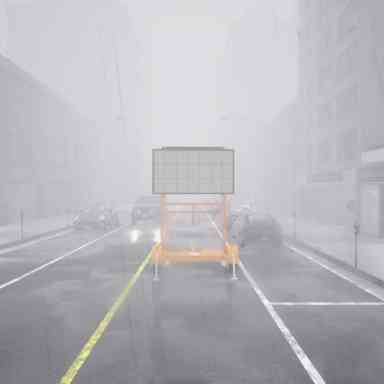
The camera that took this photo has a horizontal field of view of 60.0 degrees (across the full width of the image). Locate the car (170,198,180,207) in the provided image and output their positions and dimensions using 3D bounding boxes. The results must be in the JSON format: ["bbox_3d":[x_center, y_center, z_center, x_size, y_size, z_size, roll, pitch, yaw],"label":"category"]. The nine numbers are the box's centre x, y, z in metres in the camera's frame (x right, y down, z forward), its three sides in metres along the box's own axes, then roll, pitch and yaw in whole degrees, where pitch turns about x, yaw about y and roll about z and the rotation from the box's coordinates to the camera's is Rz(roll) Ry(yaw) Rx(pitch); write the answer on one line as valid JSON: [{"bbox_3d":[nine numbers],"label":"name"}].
[{"bbox_3d":[-2.938,1.581,52.800,1.994,1.385,4.181,0,0,0],"label":"car"}]

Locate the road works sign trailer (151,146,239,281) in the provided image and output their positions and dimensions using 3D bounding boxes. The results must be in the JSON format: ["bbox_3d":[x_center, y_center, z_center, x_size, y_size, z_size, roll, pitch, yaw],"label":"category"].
[{"bbox_3d":[0.035,0.463,9.897,2.380,3.560,2.880,0,0,-2],"label":"road works sign trailer"}]

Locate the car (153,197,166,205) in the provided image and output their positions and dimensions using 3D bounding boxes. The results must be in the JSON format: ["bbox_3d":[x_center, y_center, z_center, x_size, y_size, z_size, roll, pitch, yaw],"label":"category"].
[{"bbox_3d":[-5.704,1.589,58.842,1.947,1.339,4.313,-1,0,0],"label":"car"}]

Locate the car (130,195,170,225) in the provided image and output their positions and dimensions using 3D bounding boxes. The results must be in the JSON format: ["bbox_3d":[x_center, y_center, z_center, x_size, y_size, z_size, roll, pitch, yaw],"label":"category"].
[{"bbox_3d":[-3.072,1.223,24.568,2.150,2.045,5.566,0,0,0],"label":"car"}]

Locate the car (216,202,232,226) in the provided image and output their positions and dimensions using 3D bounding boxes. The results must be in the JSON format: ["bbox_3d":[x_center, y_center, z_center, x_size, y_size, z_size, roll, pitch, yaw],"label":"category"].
[{"bbox_3d":[2.775,1.545,20.296,1.887,1.381,4.507,-1,0,0],"label":"car"}]

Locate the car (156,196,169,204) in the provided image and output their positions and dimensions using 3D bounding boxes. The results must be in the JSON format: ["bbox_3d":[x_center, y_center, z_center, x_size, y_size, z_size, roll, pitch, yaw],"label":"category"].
[{"bbox_3d":[-5.697,1.578,64.347,2.008,1.369,4.403,-1,0,0],"label":"car"}]

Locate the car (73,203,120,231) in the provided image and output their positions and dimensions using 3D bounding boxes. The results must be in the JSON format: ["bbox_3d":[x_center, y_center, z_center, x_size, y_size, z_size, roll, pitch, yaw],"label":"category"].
[{"bbox_3d":[-5.751,1.440,20.306,1.967,1.590,4.097,-1,0,0],"label":"car"}]

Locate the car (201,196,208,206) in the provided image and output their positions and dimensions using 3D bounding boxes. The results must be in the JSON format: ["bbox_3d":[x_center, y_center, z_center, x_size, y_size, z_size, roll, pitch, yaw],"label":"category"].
[{"bbox_3d":[2.815,1.584,53.327,1.947,1.339,4.313,-1,0,0],"label":"car"}]

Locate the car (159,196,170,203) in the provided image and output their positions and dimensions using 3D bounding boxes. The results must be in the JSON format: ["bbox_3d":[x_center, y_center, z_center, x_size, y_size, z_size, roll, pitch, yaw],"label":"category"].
[{"bbox_3d":[-5.691,1.577,69.853,1.887,1.381,4.507,-1,0,0],"label":"car"}]

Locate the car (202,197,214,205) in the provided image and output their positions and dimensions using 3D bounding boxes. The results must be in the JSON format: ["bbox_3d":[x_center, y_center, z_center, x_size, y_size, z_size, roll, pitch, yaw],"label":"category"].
[{"bbox_3d":[2.821,1.567,58.831,1.887,1.381,4.507,-1,0,0],"label":"car"}]

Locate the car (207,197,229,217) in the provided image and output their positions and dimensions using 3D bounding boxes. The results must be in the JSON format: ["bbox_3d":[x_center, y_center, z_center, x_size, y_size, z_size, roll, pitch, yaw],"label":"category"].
[{"bbox_3d":[2.787,1.445,31.306,1.967,1.590,4.097,-1,0,0],"label":"car"}]

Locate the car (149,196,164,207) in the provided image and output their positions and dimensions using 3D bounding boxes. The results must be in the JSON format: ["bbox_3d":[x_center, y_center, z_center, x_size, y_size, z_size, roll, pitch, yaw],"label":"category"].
[{"bbox_3d":[-5.712,1.458,53.337,1.967,1.590,4.097,-1,0,0],"label":"car"}]

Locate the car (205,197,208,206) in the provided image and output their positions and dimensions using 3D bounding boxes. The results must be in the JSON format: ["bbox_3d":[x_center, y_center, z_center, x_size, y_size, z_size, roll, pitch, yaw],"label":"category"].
[{"bbox_3d":[2.795,1.552,36.811,1.887,1.381,4.507,-1,0,0],"label":"car"}]

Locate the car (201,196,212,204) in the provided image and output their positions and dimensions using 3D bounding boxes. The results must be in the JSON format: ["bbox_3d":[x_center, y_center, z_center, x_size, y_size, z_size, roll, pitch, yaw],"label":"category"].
[{"bbox_3d":[2.828,1.572,64.337,1.887,1.381,4.507,-1,0,0],"label":"car"}]

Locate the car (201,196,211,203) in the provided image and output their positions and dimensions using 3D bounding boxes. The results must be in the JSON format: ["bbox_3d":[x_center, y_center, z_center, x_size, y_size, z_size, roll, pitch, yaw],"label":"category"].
[{"bbox_3d":[2.834,1.577,69.842,1.887,1.381,4.507,-1,0,0],"label":"car"}]

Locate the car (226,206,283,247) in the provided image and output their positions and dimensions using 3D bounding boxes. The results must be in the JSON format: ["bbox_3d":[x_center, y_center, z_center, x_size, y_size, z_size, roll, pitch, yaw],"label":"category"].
[{"bbox_3d":[2.769,1.550,14.790,2.008,1.369,4.403,-1,0,0],"label":"car"}]
